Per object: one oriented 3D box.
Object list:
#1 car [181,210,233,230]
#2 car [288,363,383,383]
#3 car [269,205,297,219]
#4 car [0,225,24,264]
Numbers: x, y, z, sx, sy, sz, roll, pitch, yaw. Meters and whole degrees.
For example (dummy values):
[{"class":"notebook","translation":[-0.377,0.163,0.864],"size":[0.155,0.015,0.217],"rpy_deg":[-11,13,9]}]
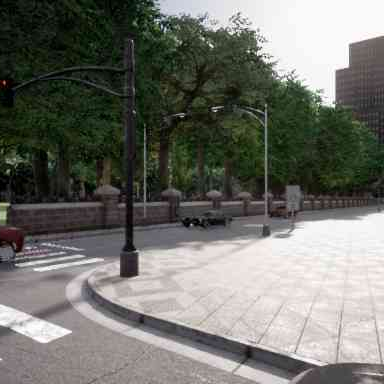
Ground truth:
[{"class":"car","translation":[1.226,2.066,25.190],"size":[1.895,1.301,4.718],"rpy_deg":[0,-1,35]},{"class":"car","translation":[2.371,1.551,1.272],"size":[4.403,1.369,2.008],"rpy_deg":[0,0,36]},{"class":"car","translation":[10.571,2.281,38.375],"size":[1.882,1.535,5.008],"rpy_deg":[0,-1,35]},{"class":"car","translation":[-7.565,1.582,10.050],"size":[1.882,1.535,5.008],"rpy_deg":[0,-1,20]}]
